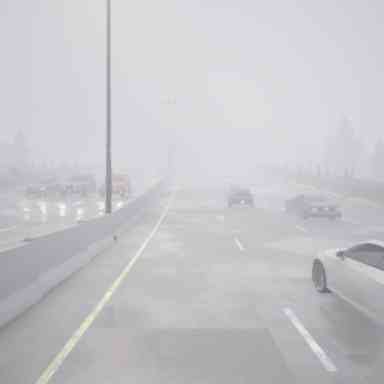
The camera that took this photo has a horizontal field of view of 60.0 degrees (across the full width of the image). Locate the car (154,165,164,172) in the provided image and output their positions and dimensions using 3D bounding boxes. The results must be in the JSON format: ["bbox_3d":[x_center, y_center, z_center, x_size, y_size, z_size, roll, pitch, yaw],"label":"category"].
[{"bbox_3d":[-7.049,-5.012,71.104,1.812,1.442,4.674,0,7,0],"label":"car"}]

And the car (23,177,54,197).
[{"bbox_3d":[-14.116,-0.577,31.568,2.097,1.767,4.553,0,7,0],"label":"car"}]

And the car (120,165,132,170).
[{"bbox_3d":[-14.049,-5.035,71.097,1.837,1.490,4.892,0,7,0],"label":"car"}]

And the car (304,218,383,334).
[{"bbox_3d":[3.575,1.462,5.500,1.812,1.442,4.674,0,2,0],"label":"car"}]

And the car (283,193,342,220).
[{"bbox_3d":[7.066,0.768,19.983,2.033,1.411,5.357,0,5,0],"label":"car"}]

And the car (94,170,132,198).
[{"bbox_3d":[-7.119,-0.692,31.411,2.150,2.045,5.566,0,7,0],"label":"car"}]

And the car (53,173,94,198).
[{"bbox_3d":[-10.618,-0.692,31.418,2.150,2.045,5.566,0,7,0],"label":"car"}]

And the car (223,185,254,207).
[{"bbox_3d":[3.575,0.204,25.876,1.837,1.490,4.892,0,6,0],"label":"car"}]

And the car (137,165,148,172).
[{"bbox_3d":[-10.549,-5.058,71.096,1.882,1.535,5.008,0,7,0],"label":"car"}]
